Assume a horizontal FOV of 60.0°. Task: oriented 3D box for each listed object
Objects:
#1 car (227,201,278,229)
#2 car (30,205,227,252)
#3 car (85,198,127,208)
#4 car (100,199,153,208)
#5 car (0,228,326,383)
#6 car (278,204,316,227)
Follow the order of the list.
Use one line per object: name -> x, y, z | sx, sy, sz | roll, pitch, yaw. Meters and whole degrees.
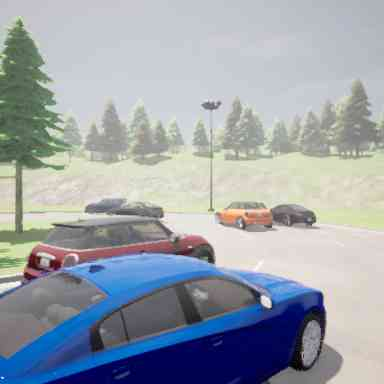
car -> 3.240, 1.378, 21.644 | 2.097, 1.767, 4.553 | 0, 0, -20
car -> -1.417, 1.361, 7.956 | 2.097, 1.767, 4.553 | 0, 0, 41
car -> -8.468, 1.380, 33.632 | 4.553, 1.767, 2.097 | 0, 0, 8
car -> -4.395, 1.514, 25.495 | 4.902, 1.511, 2.128 | 0, -1, 35
car -> -0.321, 1.481, 3.806 | 5.008, 1.535, 1.882 | 0, 0, -41
car -> 6.525, 1.556, 23.004 | 1.812, 1.442, 4.674 | 1, 0, -21
